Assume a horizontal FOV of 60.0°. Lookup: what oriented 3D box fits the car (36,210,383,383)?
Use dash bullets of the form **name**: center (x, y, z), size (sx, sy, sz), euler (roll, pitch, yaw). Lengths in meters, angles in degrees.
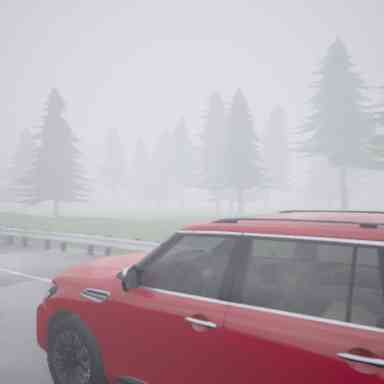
- **car**: center (0.750, 1.215, 3.375), size (5.566, 2.045, 2.150), euler (0, 0, 35)
